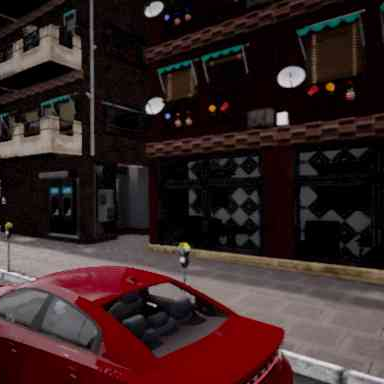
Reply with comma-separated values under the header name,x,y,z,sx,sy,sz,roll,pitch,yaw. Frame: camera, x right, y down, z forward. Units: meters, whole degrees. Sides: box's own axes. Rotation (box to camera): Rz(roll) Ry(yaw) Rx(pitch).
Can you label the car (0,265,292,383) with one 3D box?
name,x,y,z,sx,sy,sz,roll,pitch,yaw
car,-1.209,1.531,3.748,4.507,1.381,1.887,0,-1,35
